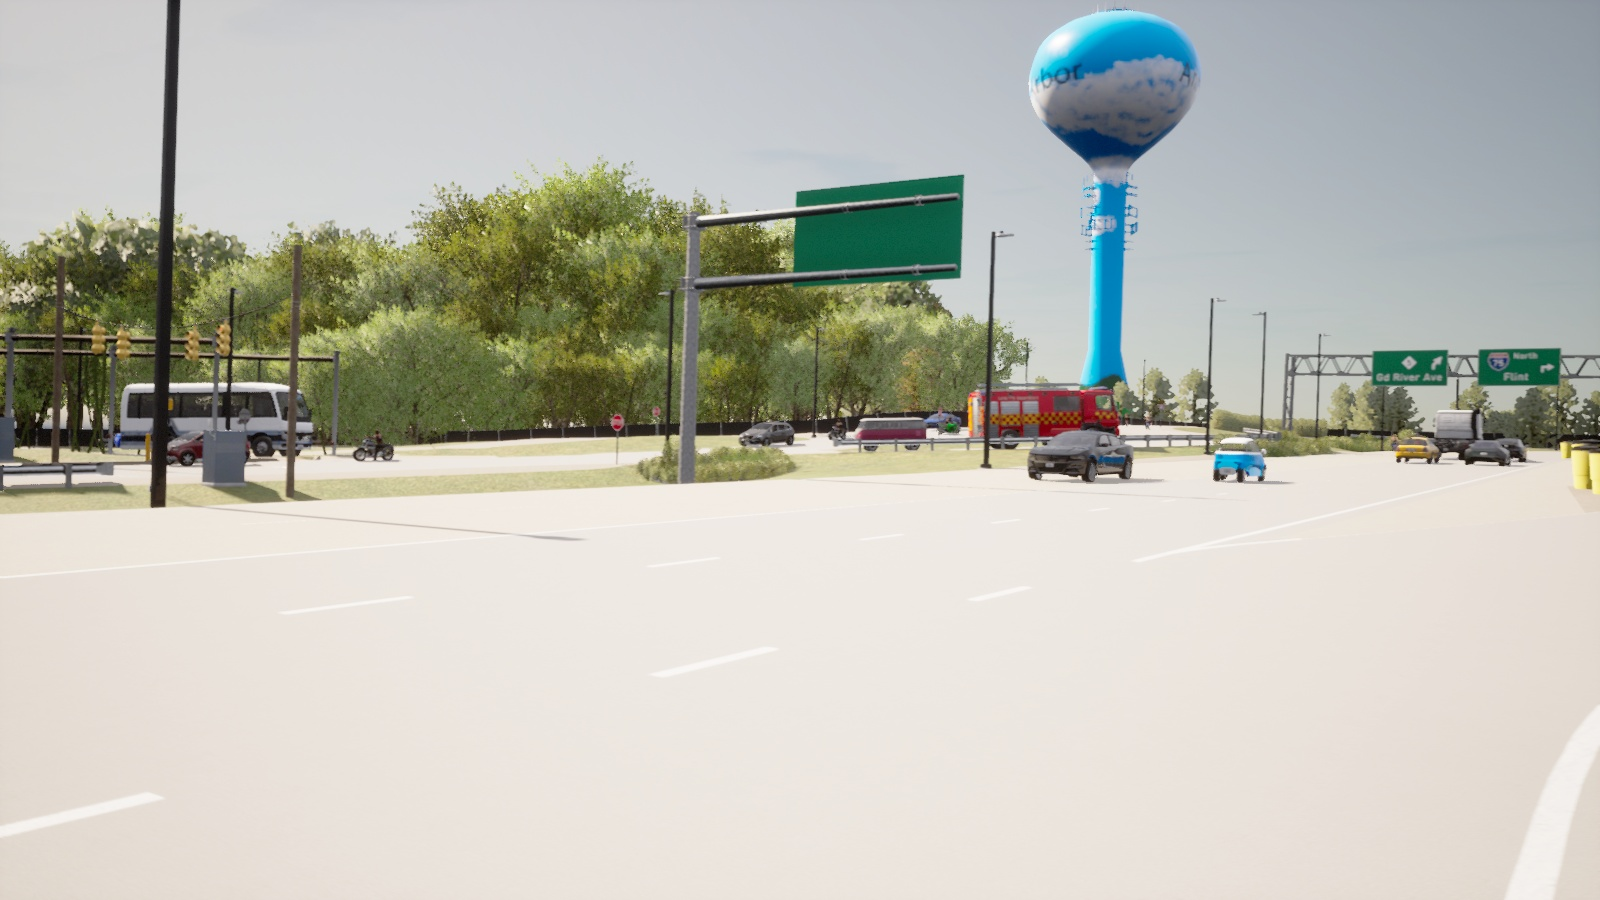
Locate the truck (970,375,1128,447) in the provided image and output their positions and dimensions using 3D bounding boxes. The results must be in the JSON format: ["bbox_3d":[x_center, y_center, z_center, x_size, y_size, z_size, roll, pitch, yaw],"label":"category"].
[{"bbox_3d":[14.515,-2.264,73.411,8.468,3.827,2.891,-2,1,-9],"label":"truck"}]

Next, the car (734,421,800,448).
[{"bbox_3d":[-2.285,-1.135,87.973,2.242,1.667,4.611,1,4,35],"label":"car"}]

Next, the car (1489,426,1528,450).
[{"bbox_3d":[45.642,-0.814,80.836,1.837,1.490,4.892,1,2,34],"label":"car"}]

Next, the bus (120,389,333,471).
[{"bbox_3d":[-32.054,-1.043,70.387,10.273,4.253,3.944,-1,0,8],"label":"bus"}]

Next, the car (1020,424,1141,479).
[{"bbox_3d":[8.559,-0.009,38.023,1.882,1.535,5.008,1,1,34],"label":"car"}]

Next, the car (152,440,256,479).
[{"bbox_3d":[-26.123,0.380,55.152,1.789,1.549,3.705,1,2,32],"label":"car"}]

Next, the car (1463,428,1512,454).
[{"bbox_3d":[38.188,-0.528,69.703,1.994,1.385,4.181,1,1,34],"label":"car"}]

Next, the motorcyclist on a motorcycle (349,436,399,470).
[{"bbox_3d":[-21.219,0.141,62.607,0.766,1.649,2.350,1,2,35],"label":"motorcyclist on a motorcycle"}]

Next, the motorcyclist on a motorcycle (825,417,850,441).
[{"bbox_3d":[2.860,-1.600,95.395,0.766,1.649,2.350,1,5,34],"label":"motorcyclist on a motorcycle"}]

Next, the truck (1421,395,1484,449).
[{"bbox_3d":[44.304,-1.894,85.106,2.891,3.462,7.936,1,1,34],"label":"truck"}]

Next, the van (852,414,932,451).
[{"bbox_3d":[5.515,-1.049,75.668,4.442,1.987,1.775,-2,0,-7],"label":"van"}]

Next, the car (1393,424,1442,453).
[{"bbox_3d":[35.204,-0.695,71.534,1.801,1.575,5.366,1,1,34],"label":"car"}]

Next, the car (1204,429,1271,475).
[{"bbox_3d":[13.821,0.046,39.595,1.481,1.376,2.207,1,2,34],"label":"car"}]
